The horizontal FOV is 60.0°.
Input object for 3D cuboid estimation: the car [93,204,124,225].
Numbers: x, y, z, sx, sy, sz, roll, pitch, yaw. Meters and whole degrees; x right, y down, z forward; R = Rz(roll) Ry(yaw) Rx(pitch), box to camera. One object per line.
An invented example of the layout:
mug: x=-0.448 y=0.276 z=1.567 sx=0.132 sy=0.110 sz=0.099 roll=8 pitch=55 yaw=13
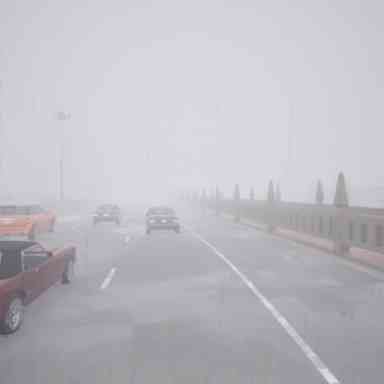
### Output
car: x=-6.140 y=1.572 z=24.596 sx=2.033 sy=1.411 sz=5.357 roll=0 pitch=0 yaw=-9

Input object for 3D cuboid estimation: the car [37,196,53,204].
car: x=-31.360 y=1.620 z=70.968 sx=1.837 sy=1.490 sz=4.892 roll=0 pitch=0 yaw=-9

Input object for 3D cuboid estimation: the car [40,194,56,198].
car: x=-26.122 y=1.323 z=60.310 sx=2.150 sy=2.045 sz=5.566 roll=0 pitch=0 yaw=-9

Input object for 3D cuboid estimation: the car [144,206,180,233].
car: x=-1.826 y=1.555 z=19.623 sx=2.033 sy=1.411 sz=5.357 roll=0 pitch=0 yaw=-9

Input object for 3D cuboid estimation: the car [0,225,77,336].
car: x=-3.793 y=1.616 z=6.594 sx=1.895 sy=1.301 sz=4.718 roll=0 pitch=0 yaw=-4

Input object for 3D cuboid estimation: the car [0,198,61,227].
car: x=-8.573 y=1.386 z=17.107 sx=2.097 sy=1.767 sz=4.553 roll=0 pitch=0 yaw=-8

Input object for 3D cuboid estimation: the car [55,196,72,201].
car: x=-22.389 y=1.651 z=59.012 sx=1.994 sy=1.385 sz=4.181 roll=0 pitch=0 yaw=-8
